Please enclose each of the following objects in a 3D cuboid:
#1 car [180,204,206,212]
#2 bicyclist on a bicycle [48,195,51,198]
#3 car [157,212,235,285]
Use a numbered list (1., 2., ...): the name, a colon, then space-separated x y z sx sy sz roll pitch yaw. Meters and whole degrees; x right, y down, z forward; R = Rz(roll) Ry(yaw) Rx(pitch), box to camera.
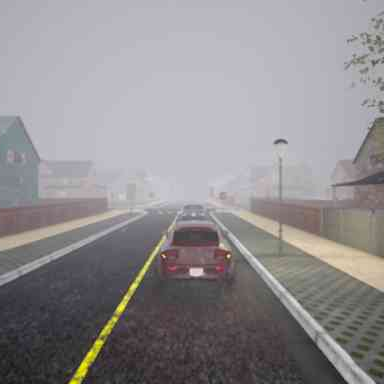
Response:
1. car: 0.096 1.568 24.876 2.033 1.411 5.357 0 0 0
2. bicyclist on a bicycle: -20.160 1.253 47.004 0.582 1.620 1.656 0 0 0
3. car: 0.098 1.529 9.355 1.812 1.442 4.674 0 0 0
